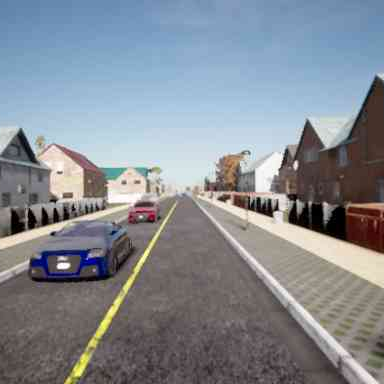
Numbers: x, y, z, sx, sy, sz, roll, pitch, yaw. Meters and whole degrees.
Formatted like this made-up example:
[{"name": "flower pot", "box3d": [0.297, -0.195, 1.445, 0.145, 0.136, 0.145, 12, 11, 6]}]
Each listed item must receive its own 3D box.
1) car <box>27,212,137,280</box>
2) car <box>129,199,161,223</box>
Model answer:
[{"name": "car", "box3d": [-3.034, 1.516, 9.758, 1.994, 1.385, 4.181, -1, 1, -1]}, {"name": "car", "box3d": [-3.358, 1.307, 24.083, 1.882, 1.535, 5.008, -1, 1, -1]}]
